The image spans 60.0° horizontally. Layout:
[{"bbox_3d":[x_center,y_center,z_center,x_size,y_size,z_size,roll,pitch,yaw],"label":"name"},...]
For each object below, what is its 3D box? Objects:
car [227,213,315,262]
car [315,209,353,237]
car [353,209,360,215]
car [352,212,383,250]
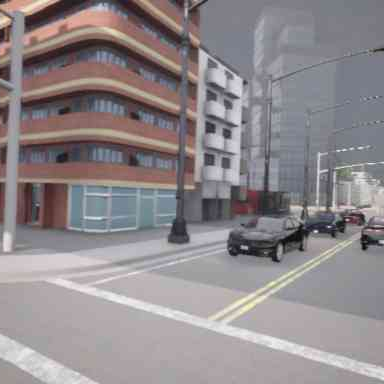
[{"bbox_3d":[3.166,1.662,13.268,1.882,1.535,5.008,2,0,34],"label":"car"},{"bbox_3d":[8.682,1.972,21.517,2.033,1.411,5.357,2,0,34],"label":"car"},{"bbox_3d":[14.283,2.232,29.853,1.994,1.385,4.181,2,0,34],"label":"car"},{"bbox_3d":[9.193,1.903,15.650,2.128,1.511,4.902,2,0,34],"label":"car"}]
